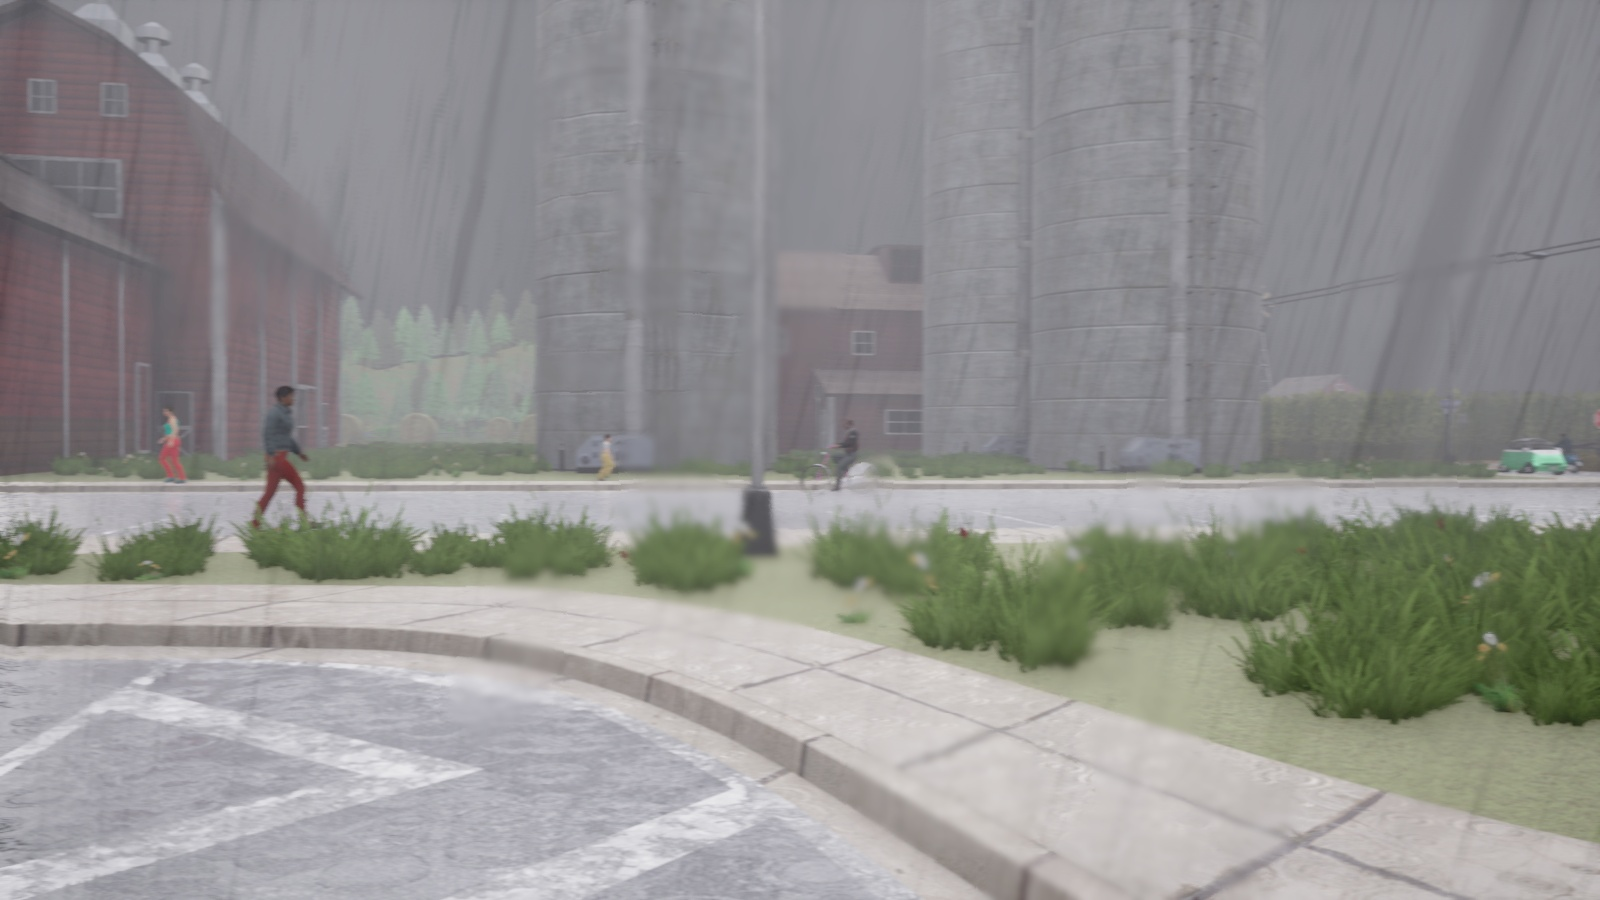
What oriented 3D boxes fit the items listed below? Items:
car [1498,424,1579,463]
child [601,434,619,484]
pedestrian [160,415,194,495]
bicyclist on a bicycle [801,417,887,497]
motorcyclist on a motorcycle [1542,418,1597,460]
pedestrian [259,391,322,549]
[{"bbox_3d":[27.216,-0.248,46.321,1.481,1.376,2.207,-1,0,-10],"label":"car"},{"bbox_3d":[-4.900,0.229,32.376,0.437,1.263,0.270,-1,1,-10],"label":"child"},{"bbox_3d":[-14.420,0.113,29.071,0.594,1.836,0.345,-1,1,-10],"label":"pedestrian"},{"bbox_3d":[0.986,0.153,28.512,1.843,1.776,0.659,-1,1,-11],"label":"bicyclist on a bicycle"},{"bbox_3d":[30.220,-0.431,49.340,0.866,1.590,1.817,-1,1,-10],"label":"motorcyclist on a motorcycle"},{"bbox_3d":[-6.067,0.229,14.975,0.614,1.847,0.353,-1,1,-12],"label":"pedestrian"}]
